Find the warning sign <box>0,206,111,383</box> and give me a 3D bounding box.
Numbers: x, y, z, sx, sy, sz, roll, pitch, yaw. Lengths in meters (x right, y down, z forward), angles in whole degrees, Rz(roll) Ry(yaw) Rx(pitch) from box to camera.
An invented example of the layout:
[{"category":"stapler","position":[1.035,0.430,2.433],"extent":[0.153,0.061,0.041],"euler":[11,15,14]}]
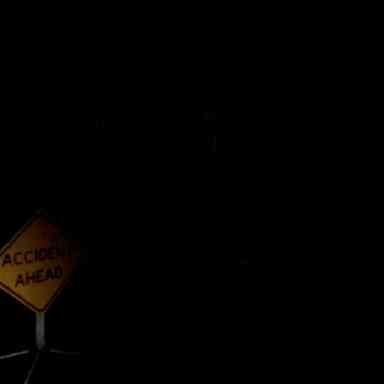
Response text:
[{"category":"warning sign","position":[-1.864,1.131,4.076],"extent":[1.060,1.860,1.300],"euler":[-1,0,37]}]
